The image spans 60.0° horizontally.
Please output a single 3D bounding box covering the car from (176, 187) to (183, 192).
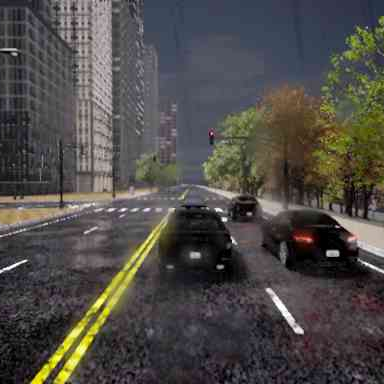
[{"bbox_3d":[-3.234,-0.690,88.089,1.837,1.490,4.892,0,1,0],"label":"car"}]

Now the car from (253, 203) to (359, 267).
[{"bbox_3d":[3.333,1.269,10.222,1.812,1.442,4.674,0,1,-1],"label":"car"}]

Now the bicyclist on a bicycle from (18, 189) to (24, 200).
[{"bbox_3d":[-24.640,0.393,47.944,0.582,1.620,1.656,-1,2,0],"label":"bicyclist on a bicycle"}]

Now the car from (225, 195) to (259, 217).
[{"bbox_3d":[3.329,0.966,21.592,1.837,1.490,4.892,0,1,0],"label":"car"}]

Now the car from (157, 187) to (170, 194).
[{"bbox_3d":[-6.487,-0.300,72.507,1.837,1.490,4.892,0,1,0],"label":"car"}]

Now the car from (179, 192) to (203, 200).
[{"bbox_3d":[0.076,0.993,22.191,2.033,1.411,5.357,0,1,0],"label":"car"}]

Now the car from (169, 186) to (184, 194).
[{"bbox_3d":[-3.237,-0.260,72.507,2.033,1.411,5.357,0,1,0],"label":"car"}]

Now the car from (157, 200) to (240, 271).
[{"bbox_3d":[0.086,1.225,10.047,1.882,1.535,5.008,0,2,0],"label":"car"}]

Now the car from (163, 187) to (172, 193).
[{"bbox_3d":[-6.484,-0.665,88.091,2.128,1.511,4.902,0,1,0],"label":"car"}]
